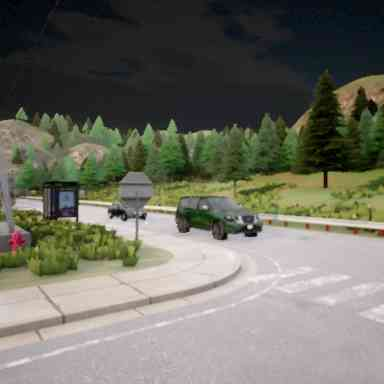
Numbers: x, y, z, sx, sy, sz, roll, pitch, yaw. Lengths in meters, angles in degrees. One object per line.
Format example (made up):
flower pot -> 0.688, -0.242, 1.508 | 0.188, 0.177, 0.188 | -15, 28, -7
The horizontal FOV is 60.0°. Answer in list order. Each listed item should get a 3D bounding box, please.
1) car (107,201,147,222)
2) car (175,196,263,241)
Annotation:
car -> -5.312, 1.497, 26.877 | 2.128, 1.511, 4.902 | 0, 0, -34
car -> 1.149, 1.230, 17.225 | 2.150, 2.045, 5.566 | 0, 0, -32
